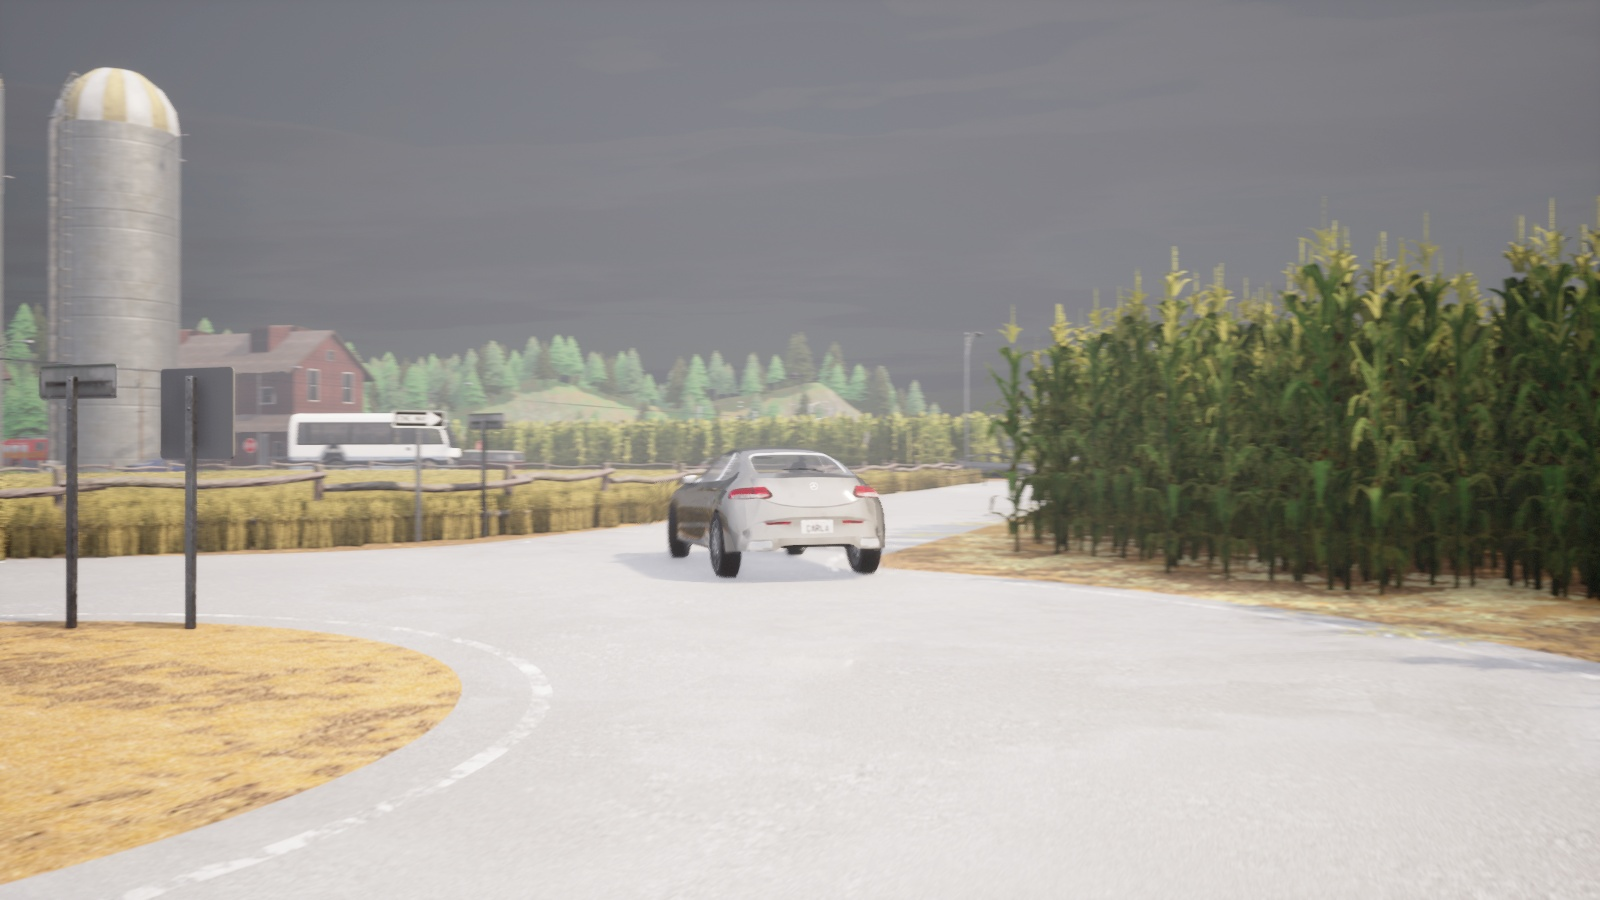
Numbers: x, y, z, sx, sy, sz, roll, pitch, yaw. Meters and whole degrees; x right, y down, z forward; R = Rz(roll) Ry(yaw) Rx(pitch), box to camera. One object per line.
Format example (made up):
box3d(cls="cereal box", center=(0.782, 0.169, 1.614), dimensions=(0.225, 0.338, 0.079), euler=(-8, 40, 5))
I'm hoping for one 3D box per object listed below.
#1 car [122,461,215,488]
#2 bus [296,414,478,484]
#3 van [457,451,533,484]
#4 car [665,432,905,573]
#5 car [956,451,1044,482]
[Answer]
box3d(cls="car", center=(-34.953, 1.346, 69.635), dimensions=(1.812, 1.442, 4.674), euler=(0, 0, 19))
box3d(cls="bus", center=(-25.930, -0.050, 79.391), dimensions=(10.273, 4.253, 3.944), euler=(0, 0, -5))
box3d(cls="van", center=(-19.390, 1.078, 79.777), dimensions=(4.442, 1.987, 1.775), euler=(1, 0, 20))
box3d(cls="car", center=(-0.419, 0.630, 17.450), dimensions=(2.152, 1.651, 5.027), euler=(0, 0, -15))
box3d(cls="car", center=(10.581, 0.866, 66.635), dimensions=(4.514, 1.525, 2.007), euler=(-1, 0, 7))
